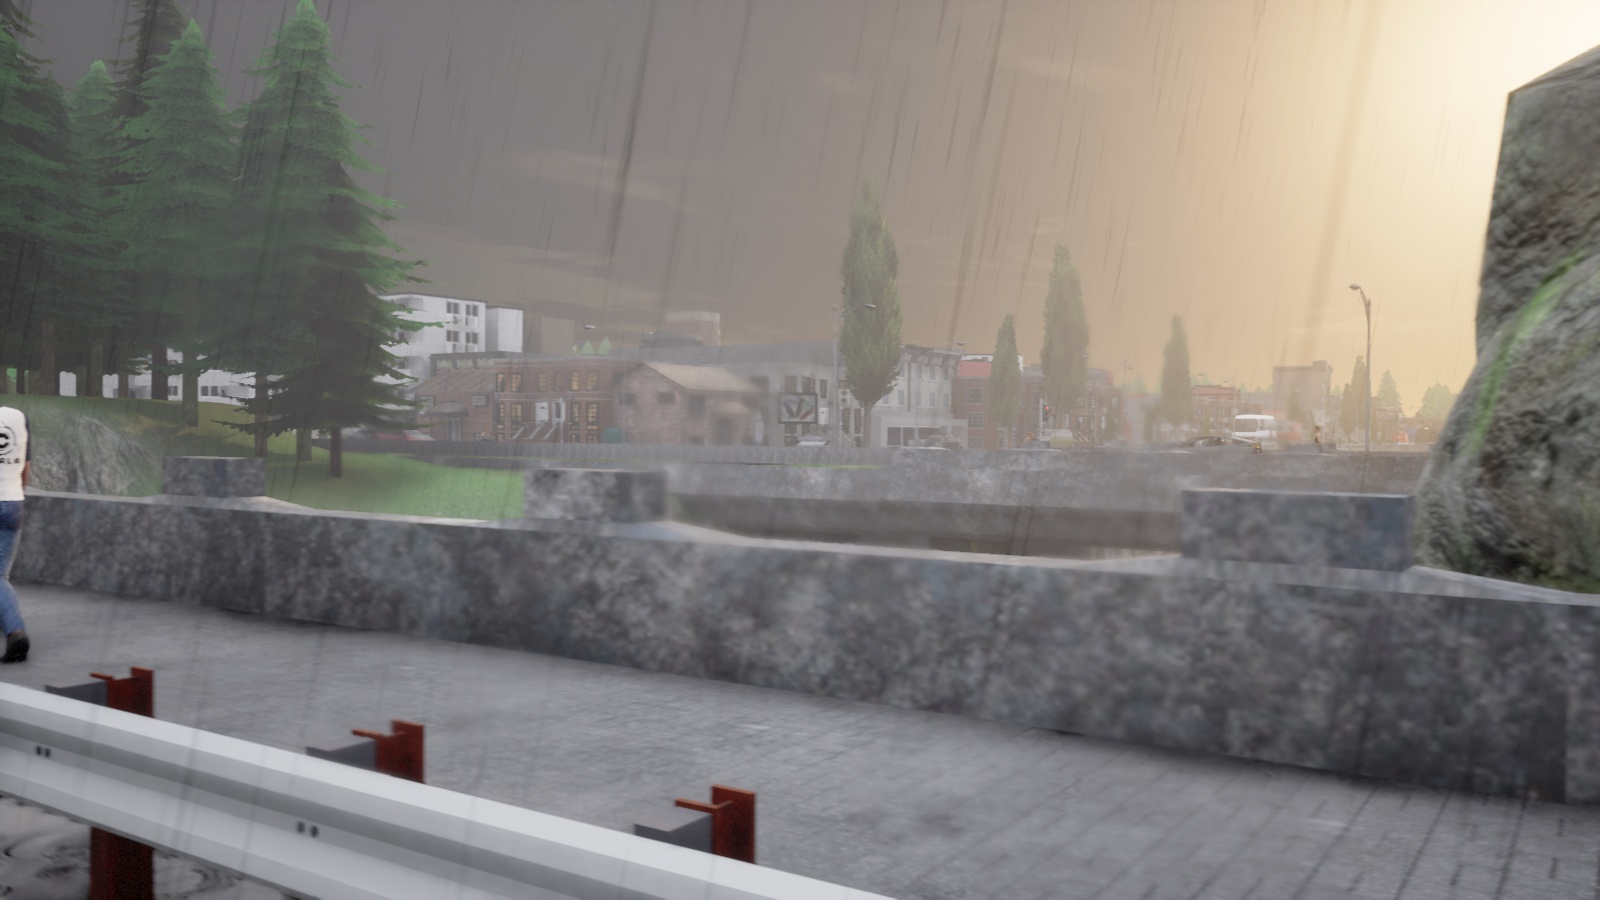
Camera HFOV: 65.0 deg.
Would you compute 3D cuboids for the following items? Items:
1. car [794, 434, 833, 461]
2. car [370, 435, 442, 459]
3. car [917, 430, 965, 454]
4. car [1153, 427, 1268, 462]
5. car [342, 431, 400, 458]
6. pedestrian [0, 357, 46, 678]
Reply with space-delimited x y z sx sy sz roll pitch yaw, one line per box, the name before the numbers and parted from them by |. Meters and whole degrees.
car | 0.766 -0.149 68.628 1.994 1.385 4.181 -1 1 3
car | -25.243 -0.191 80.497 4.514 1.525 2.007 0 1 34
car | 9.731 -0.556 86.304 1.789 1.549 3.705 0 1 34
car | 18.362 -0.256 56.264 4.514 1.525 2.007 0 1 34
car | -30.295 -0.408 88.663 3.866 1.878 1.905 0 1 34
pedestrian | -4.849 0.384 7.425 0.706 1.836 0.354 0 1 31
